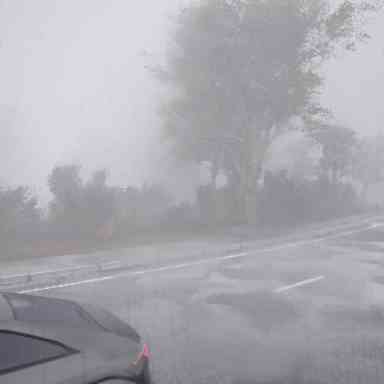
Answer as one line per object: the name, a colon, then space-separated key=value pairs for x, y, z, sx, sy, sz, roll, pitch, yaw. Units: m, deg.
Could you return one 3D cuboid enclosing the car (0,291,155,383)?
car: x=-2.360 y=1.576 z=2.451 sx=4.181 sy=1.385 sz=1.994 roll=0 pitch=0 yaw=-36
